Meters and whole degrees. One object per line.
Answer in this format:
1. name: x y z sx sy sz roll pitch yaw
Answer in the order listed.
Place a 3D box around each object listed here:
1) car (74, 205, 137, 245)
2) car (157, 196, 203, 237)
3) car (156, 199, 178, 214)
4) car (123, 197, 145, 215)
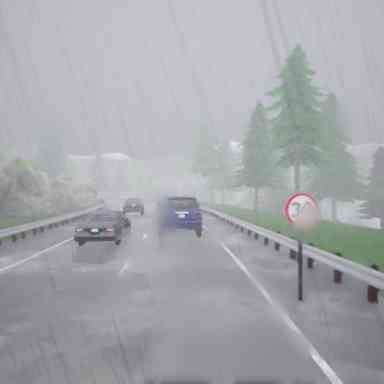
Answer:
1. car: -3.989 1.554 15.582 2.033 1.411 5.357 0 0 -4
2. car: -0.693 1.223 18.366 2.150 2.045 5.566 0 0 -4
3. car: -2.925 1.552 37.708 2.033 1.411 5.357 0 0 -9
4. car: -6.008 1.362 34.470 2.097 1.767 4.553 0 0 -8
